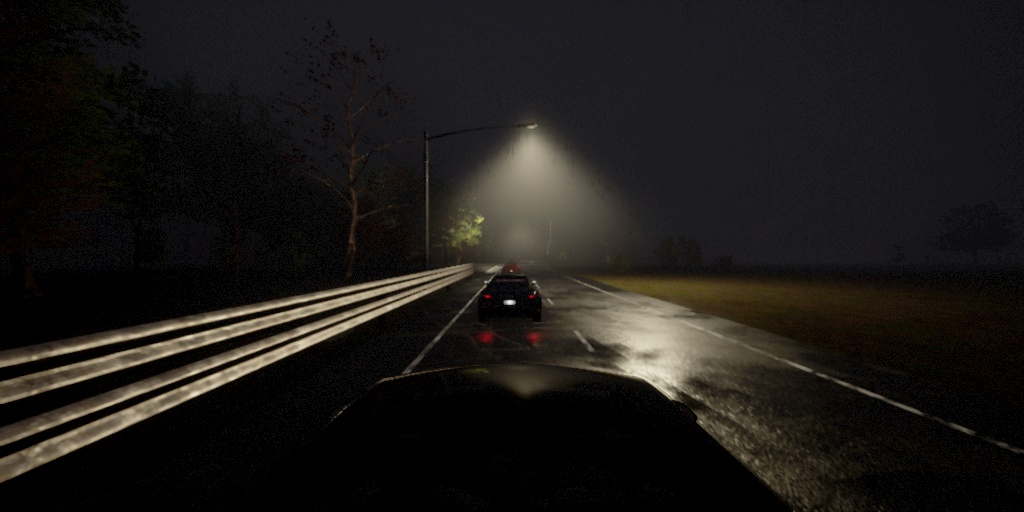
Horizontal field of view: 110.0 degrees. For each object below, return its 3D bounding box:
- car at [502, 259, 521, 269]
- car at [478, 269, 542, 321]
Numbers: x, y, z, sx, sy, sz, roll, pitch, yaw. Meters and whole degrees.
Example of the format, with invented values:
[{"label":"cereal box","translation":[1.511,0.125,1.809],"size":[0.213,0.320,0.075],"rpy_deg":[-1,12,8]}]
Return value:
[{"label":"car","translation":[-0.060,1.275,37.380],"size":[1.812,1.442,4.674],"rpy_deg":[0,0,0]},{"label":"car","translation":[-0.061,1.319,12.423],"size":[1.994,1.385,4.181],"rpy_deg":[0,0,0]}]
